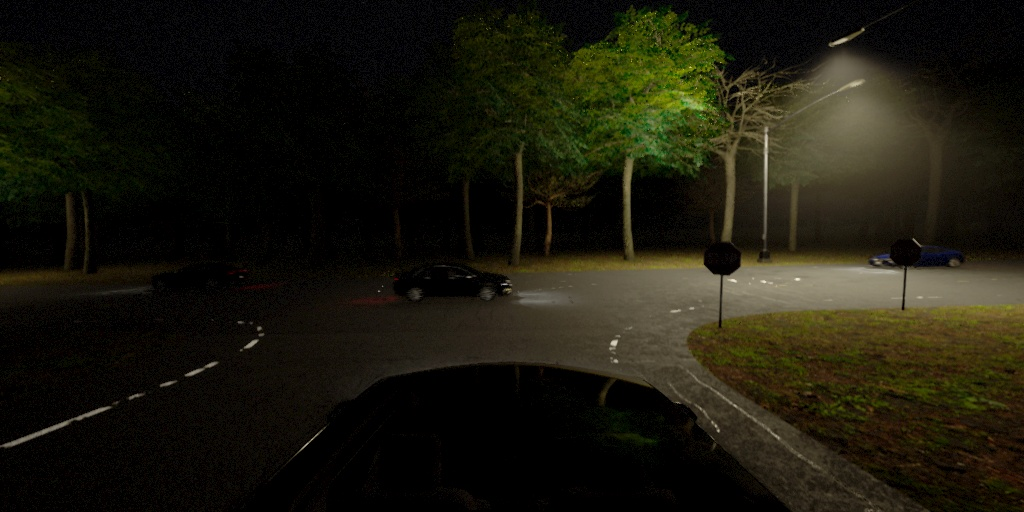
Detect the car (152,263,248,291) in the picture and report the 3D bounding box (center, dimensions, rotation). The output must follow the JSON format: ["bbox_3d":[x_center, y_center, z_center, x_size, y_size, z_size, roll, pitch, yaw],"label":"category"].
[{"bbox_3d":[-19.114,1.193,22.022,5.008,1.535,1.882,-1,4,0],"label":"car"}]

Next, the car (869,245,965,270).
[{"bbox_3d":[25.053,0.070,22.227,4.674,1.442,1.812,-3,4,0],"label":"car"}]

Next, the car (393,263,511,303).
[{"bbox_3d":[-2.475,1.051,15.177,4.892,1.490,1.837,-1,3,-1],"label":"car"}]
